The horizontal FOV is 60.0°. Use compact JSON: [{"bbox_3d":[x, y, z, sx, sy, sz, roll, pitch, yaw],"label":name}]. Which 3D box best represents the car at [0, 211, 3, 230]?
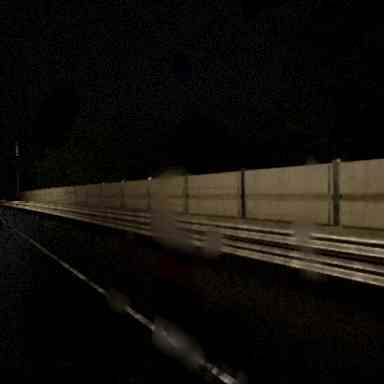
[{"bbox_3d":[-13.478,1.684,21.565,2.128,1.511,4.902,-1,0,-34],"label":"car"}]
